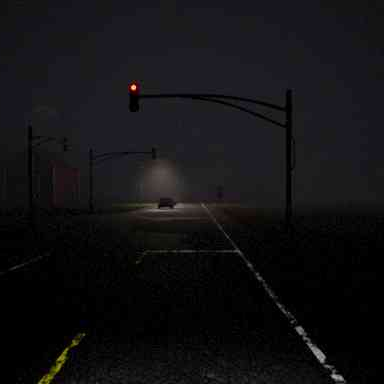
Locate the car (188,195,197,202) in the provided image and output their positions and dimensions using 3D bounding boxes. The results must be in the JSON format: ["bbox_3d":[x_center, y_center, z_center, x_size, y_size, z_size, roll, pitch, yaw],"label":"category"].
[{"bbox_3d":[0.131,1.388,76.982,1.882,1.535,5.008,0,0,0],"label":"car"}]

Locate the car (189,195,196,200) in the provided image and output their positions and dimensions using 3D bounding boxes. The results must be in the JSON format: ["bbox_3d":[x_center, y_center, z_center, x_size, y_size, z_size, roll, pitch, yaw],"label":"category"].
[{"bbox_3d":[0.147,1.440,86.669,1.994,1.385,4.181,0,0,0],"label":"car"}]

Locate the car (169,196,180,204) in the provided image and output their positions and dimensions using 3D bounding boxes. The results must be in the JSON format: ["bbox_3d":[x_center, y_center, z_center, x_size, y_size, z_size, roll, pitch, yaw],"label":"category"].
[{"bbox_3d":[-3.433,1.536,64.992,1.895,1.301,4.718,0,0,1],"label":"car"}]

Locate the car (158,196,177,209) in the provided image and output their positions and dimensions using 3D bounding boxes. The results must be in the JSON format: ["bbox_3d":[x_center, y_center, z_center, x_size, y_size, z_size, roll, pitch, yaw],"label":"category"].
[{"bbox_3d":[-3.513,1.443,45.201,1.882,1.535,5.008,0,0,0],"label":"car"}]

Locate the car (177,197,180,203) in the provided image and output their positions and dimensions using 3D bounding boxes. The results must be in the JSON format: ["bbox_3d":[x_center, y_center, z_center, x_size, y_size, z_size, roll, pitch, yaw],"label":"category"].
[{"bbox_3d":[-3.487,1.477,55.064,1.812,1.442,4.674,0,0,1],"label":"car"}]
